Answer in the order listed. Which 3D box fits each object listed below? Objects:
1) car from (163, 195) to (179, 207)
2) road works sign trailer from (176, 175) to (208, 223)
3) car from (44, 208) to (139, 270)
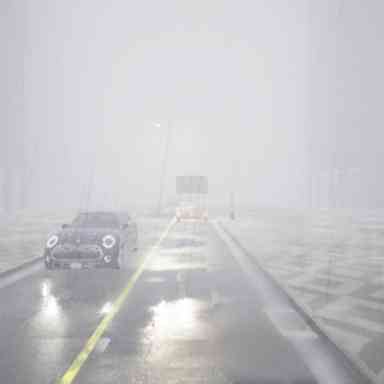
[{"bbox_3d":[-3.077,1.604,52.894,1.882,1.535,5.008,0,0,0],"label":"car"},{"bbox_3d":[-0.004,0.522,25.185,2.380,3.560,2.880,0,0,0],"label":"road works sign trailer"},{"bbox_3d":[-3.101,1.377,11.134,2.097,1.767,4.553,0,0,0],"label":"car"}]
